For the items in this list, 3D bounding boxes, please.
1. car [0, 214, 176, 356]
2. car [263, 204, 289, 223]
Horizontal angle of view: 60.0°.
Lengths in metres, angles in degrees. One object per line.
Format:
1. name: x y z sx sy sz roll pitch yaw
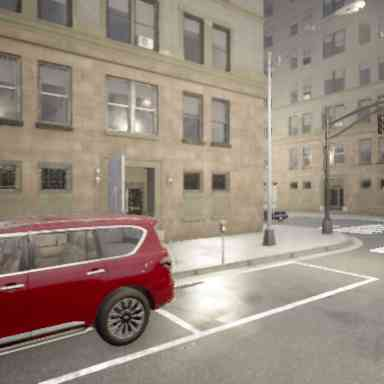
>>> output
1. car: -2.591 1.313 4.795 5.009 1.841 2.192 0 0 -36
2. car: 4.739 1.498 24.525 1.895 1.301 4.718 0 0 -38
